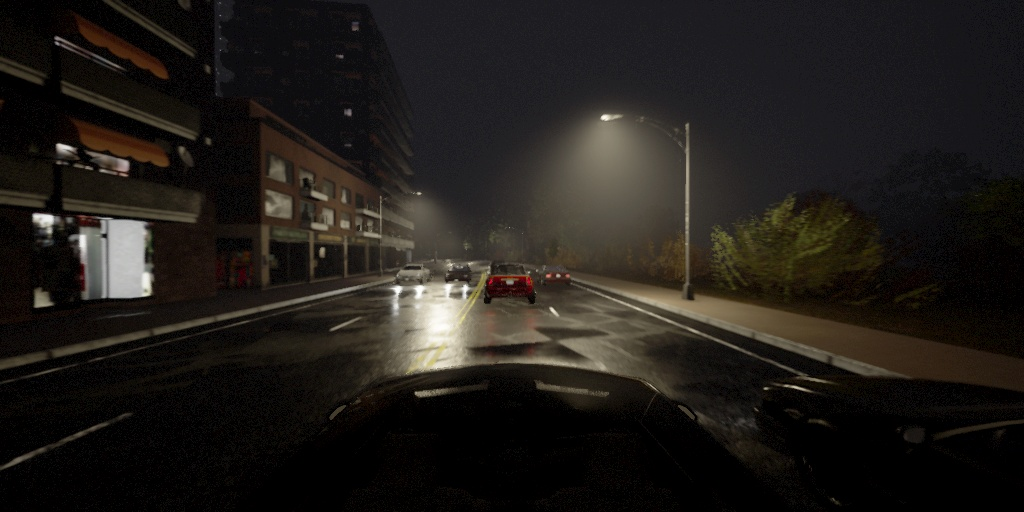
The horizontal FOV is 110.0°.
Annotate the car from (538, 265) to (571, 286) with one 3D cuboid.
[{"bbox_3d":[2.806,1.300,25.147,2.033,1.411,5.357,0,0,-3],"label":"car"}]

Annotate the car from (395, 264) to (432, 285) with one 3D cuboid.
[{"bbox_3d":[-7.250,1.311,26.685,1.812,1.442,4.674,0,0,-3],"label":"car"}]

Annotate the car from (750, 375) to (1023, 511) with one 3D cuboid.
[{"bbox_3d":[3.351,1.287,1.154,2.033,1.411,5.357,0,0,0],"label":"car"}]

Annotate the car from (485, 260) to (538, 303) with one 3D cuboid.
[{"bbox_3d":[-0.150,1.111,16.826,2.097,1.767,4.553,0,0,-2],"label":"car"}]

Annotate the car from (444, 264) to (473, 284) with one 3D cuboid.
[{"bbox_3d":[-4.048,1.323,27.854,2.033,1.411,5.357,0,0,-3],"label":"car"}]
